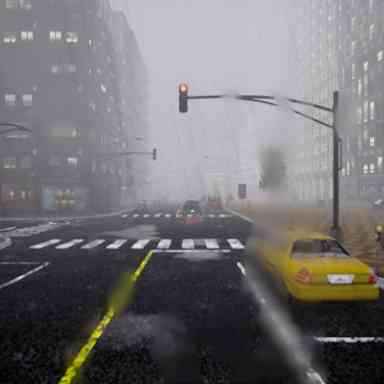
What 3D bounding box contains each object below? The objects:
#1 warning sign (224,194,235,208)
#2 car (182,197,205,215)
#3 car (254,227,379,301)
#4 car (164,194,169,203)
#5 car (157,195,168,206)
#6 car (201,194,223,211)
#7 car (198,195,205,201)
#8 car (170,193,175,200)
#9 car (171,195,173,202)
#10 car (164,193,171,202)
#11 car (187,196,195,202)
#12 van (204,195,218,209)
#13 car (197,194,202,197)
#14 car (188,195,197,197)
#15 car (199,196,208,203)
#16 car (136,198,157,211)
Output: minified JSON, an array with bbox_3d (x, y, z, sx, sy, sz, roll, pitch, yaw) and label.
[{"bbox_3d":[4.979,1.162,43.796,1.300,1.860,1.060,0,0,0],"label":"warning sign"},{"bbox_3d":[0.028,1.536,33.706,1.837,1.490,4.892,0,0,0],"label":"car"},{"bbox_3d":[2.670,1.531,8.291,1.752,1.417,4.829,0,0,0],"label":"car"},{"bbox_3d":[-5.827,1.629,62.621,1.887,1.381,4.507,0,0,0],"label":"car"},{"bbox_3d":[-5.815,1.623,57.095,2.008,1.369,4.403,0,0,0],"label":"car"},{"bbox_3d":[2.600,1.356,40.534,2.192,1.841,5.009,0,0,0],"label":"car"},{"bbox_3d":[2.493,1.680,90.443,1.752,1.417,4.829,0,0,0],"label":"car"},{"bbox_3d":[-5.864,1.565,79.202,1.967,1.590,4.097,0,0,0],"label":"car"},{"bbox_3d":[-5.851,1.693,73.675,1.802,1.307,4.206,0,0,0],"label":"car"},{"bbox_3d":[-5.840,1.538,68.148,1.967,1.590,4.097,0,0,0],"label":"car"},{"bbox_3d":[-0.170,1.634,79.751,1.895,1.301,4.718,0,0,0],"label":"car"},{"bbox_3d":[2.587,1.392,46.060,1.690,1.788,3.998,0,0,0],"label":"van"},{"bbox_3d":[2.552,1.400,62.639,2.192,1.841,5.009,0,0,0],"label":"car"},{"bbox_3d":[-0.149,1.456,69.690,2.097,1.767,4.553,0,0,0],"label":"car"},{"bbox_3d":[2.529,1.656,73.693,1.887,1.381,4.507,0,0,0],"label":"car"},{"bbox_3d":[-5.779,1.592,40.515,2.008,1.369,4.403,0,0,0],"label":"car"}]
